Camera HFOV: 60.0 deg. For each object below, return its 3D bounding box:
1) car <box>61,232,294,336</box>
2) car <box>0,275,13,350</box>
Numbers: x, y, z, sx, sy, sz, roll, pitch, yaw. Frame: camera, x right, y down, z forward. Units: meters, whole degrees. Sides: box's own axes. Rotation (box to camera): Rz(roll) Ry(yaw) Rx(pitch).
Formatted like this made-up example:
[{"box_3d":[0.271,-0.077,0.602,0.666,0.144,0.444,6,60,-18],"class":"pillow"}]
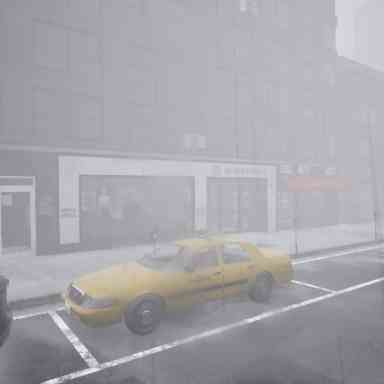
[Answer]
[{"box_3d":[-0.003,1.524,6.654,4.829,1.417,1.752,0,-1,-35],"class":"car"},{"box_3d":[-4.351,1.566,3.561,4.313,1.339,1.947,0,-1,-35],"class":"car"}]
